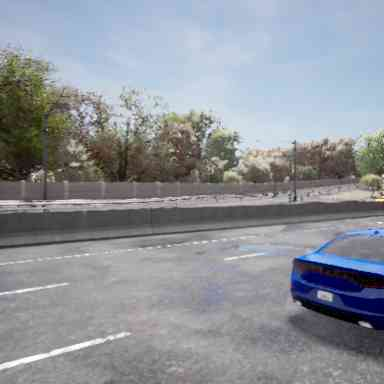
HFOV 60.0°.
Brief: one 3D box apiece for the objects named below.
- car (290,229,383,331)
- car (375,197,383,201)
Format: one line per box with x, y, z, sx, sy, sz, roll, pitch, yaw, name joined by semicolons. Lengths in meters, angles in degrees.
4.107;1.484;6.673;5.008;1.535;1.882;0;0;-36;car
33.791;1.542;58.076;5.008;1.535;1.882;0;0;-35;car
